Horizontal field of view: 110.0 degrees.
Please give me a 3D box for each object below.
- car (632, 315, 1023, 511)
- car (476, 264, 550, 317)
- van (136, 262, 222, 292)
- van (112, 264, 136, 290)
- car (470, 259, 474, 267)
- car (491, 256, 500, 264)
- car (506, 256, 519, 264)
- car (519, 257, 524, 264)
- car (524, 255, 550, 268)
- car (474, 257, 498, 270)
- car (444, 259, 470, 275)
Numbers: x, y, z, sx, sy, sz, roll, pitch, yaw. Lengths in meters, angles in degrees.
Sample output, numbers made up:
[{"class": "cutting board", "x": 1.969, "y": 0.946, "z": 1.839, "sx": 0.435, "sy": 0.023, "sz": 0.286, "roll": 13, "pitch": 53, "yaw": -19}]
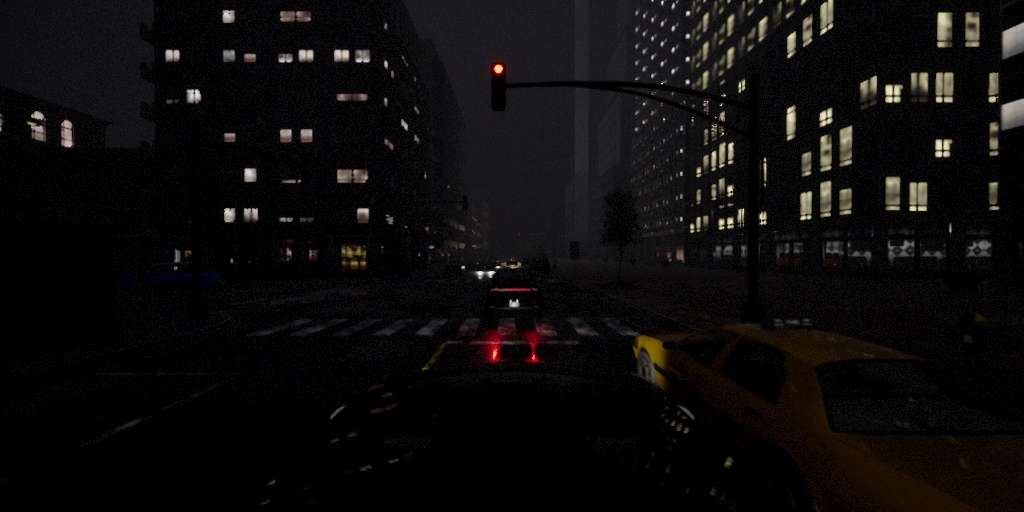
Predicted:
[{"class": "car", "x": 2.688, "y": 1.266, "z": 3.730, "sx": 1.751, "sy": 1.417, "sz": 4.829, "roll": 0, "pitch": 0, "yaw": 0}, {"class": "car", "x": 0.070, "y": 1.213, "z": 13.042, "sx": 2.128, "sy": 1.511, "sz": 4.902, "roll": 0, "pitch": 0, "yaw": 0}, {"class": "van", "x": -20.770, "y": 1.285, "z": 22.731, "sx": 3.998, "sy": 1.789, "sz": 1.690, "roll": 0, "pitch": 0, "yaw": -1}, {"class": "van", "x": -26.308, "y": 1.376, "z": 22.680, "sx": 3.998, "sy": 1.789, "sz": 1.690, "roll": 0, "pitch": 0, "yaw": -1}, {"class": "car", "x": -5.697, "y": 1.072, "z": 52.550, "sx": 2.007, "sy": 1.370, "sz": 4.403, "roll": 0, "pitch": 0, "yaw": 0}, {"class": "car", "x": -3.057, "y": 0.846, "z": 60.227, "sx": 2.097, "sy": 1.767, "sz": 4.553, "roll": 0, "pitch": 0, "yaw": 0}, {"class": "car", "x": -0.008, "y": 0.970, "z": 64.744, "sx": 2.128, "sy": 1.511, "sz": 4.902, "roll": 0, "pitch": 0, "yaw": 0}, {"class": "car", "x": 2.683, "y": 0.816, "z": 58.076, "sx": 2.192, "sy": 1.841, "sz": 5.009, "roll": 0, "pitch": 0, "yaw": 0}, {"class": "car", "x": 2.685, "y": 0.902, "z": 35.972, "sx": 2.192, "sy": 1.841, "sz": 5.009, "roll": 0, "pitch": 0, "yaw": 0}, {"class": "car", "x": -3.097, "y": 1.122, "z": 42.958, "sx": 1.994, "sy": 1.385, "sz": 4.181, "roll": 0, "pitch": 0, "yaw": 0}, {"class": "car", "x": -5.695, "y": 1.138, "z": 35.971, "sx": 2.007, "sy": 1.370, "sz": 4.403, "roll": 0, "pitch": 0, "yaw": 0}]
